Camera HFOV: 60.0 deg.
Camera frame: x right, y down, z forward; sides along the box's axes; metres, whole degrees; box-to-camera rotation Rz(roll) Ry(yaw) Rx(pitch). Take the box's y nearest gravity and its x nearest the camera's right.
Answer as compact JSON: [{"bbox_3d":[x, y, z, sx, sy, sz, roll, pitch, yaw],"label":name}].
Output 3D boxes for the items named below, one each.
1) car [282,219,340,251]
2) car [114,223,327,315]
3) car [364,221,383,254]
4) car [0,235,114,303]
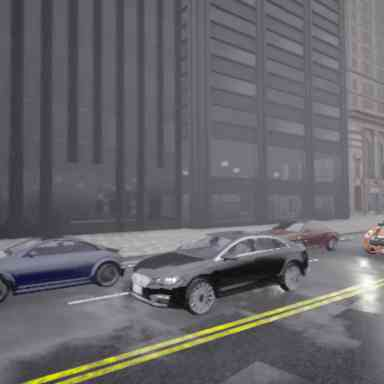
[{"bbox_3d":[4.823,1.969,15.045,4.674,1.442,1.812,1,-2,-35],"label":"car"},{"bbox_3d":[0.874,1.750,8.223,4.902,1.511,2.128,1,-2,-36],"label":"car"},{"bbox_3d":[9.363,1.743,14.306,4.553,1.767,2.097,1,-2,-35],"label":"car"},{"bbox_3d":[-3.907,1.870,8.785,4.181,1.385,1.994,1,-2,-35],"label":"car"}]
